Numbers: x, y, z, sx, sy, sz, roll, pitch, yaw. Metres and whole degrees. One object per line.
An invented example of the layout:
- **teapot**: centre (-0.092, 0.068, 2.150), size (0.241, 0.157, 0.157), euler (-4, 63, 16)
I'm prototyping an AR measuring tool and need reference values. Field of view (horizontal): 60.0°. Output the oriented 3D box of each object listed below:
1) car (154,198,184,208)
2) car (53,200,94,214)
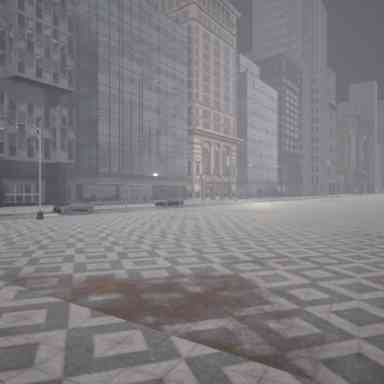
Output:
- **car**: centre (-3.293, 1.588, 48.104), size (1.895, 1.301, 4.718), euler (0, 0, 36)
- **car**: centre (-12.482, 1.576, 35.212), size (1.994, 1.385, 4.181), euler (0, 0, 37)
